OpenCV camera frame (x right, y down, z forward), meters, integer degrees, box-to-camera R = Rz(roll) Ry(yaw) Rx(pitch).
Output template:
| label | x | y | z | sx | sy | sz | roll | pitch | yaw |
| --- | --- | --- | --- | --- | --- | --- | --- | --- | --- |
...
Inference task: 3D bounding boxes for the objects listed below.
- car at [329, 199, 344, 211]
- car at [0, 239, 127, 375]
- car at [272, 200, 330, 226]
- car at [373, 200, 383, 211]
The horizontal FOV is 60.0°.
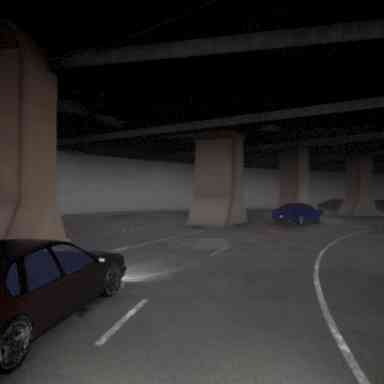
| label | x | y | z | sx | sy | sz | roll | pitch | yaw |
| --- | --- | --- | --- | --- | --- | --- | --- | --- | --- |
| car | 18.476 | 1.610 | 43.201 | 5.008 | 1.535 | 1.882 | 0 | 0 | -24 |
| car | -2.833 | 1.512 | 5.563 | 2.033 | 1.411 | 5.357 | 1 | 0 | 10 |
| car | 7.847 | 1.527 | 24.282 | 5.008 | 1.535 | 1.882 | 1 | 0 | -43 |
| car | 23.291 | 1.709 | 41.467 | 4.674 | 1.442 | 1.812 | 1 | 0 | -22 |
